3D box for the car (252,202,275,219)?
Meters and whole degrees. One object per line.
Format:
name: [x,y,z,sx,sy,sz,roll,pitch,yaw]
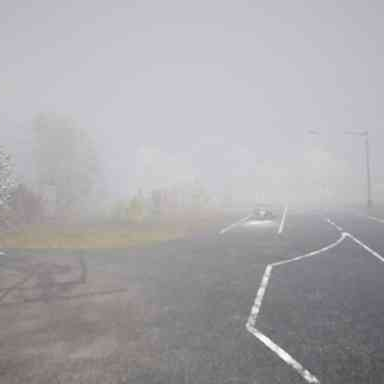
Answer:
car: [6.918,1.712,31.864,2.128,1.511,4.902,-2,-1,16]
